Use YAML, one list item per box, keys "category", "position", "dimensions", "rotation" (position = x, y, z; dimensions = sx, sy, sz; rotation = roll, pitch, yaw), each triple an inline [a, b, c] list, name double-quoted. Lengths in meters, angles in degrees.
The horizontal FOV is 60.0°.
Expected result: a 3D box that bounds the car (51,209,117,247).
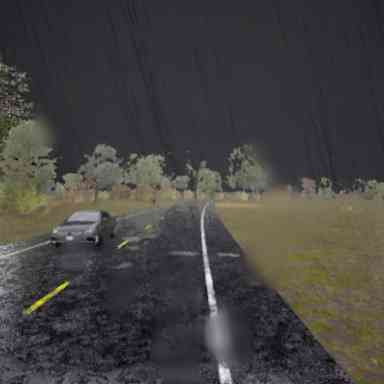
- category: "car"
  position: [-4.727, 1.540, 15.280]
  dimensions: [1.812, 1.442, 4.674]
  rotation: [0, 0, 1]
